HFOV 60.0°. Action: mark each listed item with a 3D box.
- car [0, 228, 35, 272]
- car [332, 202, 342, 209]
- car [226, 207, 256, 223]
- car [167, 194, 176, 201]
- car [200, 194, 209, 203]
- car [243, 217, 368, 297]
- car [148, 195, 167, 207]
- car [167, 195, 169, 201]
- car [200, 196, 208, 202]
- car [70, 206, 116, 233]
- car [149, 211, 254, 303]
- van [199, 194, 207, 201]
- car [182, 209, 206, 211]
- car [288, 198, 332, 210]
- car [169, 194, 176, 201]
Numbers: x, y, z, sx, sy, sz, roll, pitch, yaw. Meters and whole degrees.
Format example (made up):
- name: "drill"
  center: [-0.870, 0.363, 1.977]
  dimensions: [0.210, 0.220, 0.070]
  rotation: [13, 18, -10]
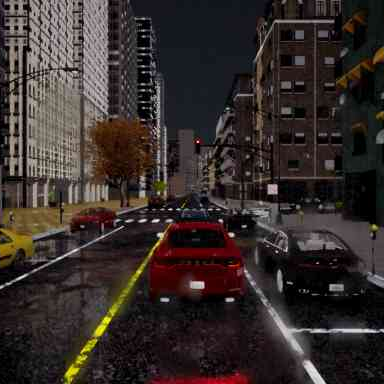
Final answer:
- name: "car"
  center: [-5.681, 1.526, 8.230]
  dimensions: [1.752, 1.417, 4.829]
  rotation: [0, 0, 0]
- name: "car"
  center: [18.871, 1.259, 38.895]
  dimensions: [4.829, 1.417, 1.752]
  rotation: [-1, 1, 0]
- name: "car"
  center: [2.713, 1.555, 19.455]
  dimensions: [2.008, 1.369, 4.403]
  rotation: [0, 0, 0]
- name: "car"
  center: [-5.578, 1.410, 90.514]
  dimensions: [2.192, 1.841, 5.009]
  rotation: [0, 0, 0]
- name: "car"
  center: [2.782, 1.630, 73.934]
  dimensions: [1.947, 1.339, 4.313]
  rotation: [0, 0, 0]
- name: "car"
  center: [2.700, 1.552, 8.389]
  dimensions: [2.008, 1.369, 4.403]
  rotation: [0, 0, 0]
- name: "car"
  center: [-5.627, 1.349, 51.854]
  dimensions: [2.192, 1.841, 5.009]
  rotation: [0, 0, 0]
- name: "car"
  center: [-5.619, 1.607, 57.377]
  dimensions: [1.947, 1.339, 4.313]
  rotation: [0, 0, 0]
- name: "car"
  center: [2.789, 1.599, 79.627]
  dimensions: [1.752, 1.417, 4.829]
  rotation: [0, 0, 0]
- name: "car"
  center: [-5.667, 1.549, 19.466]
  dimensions: [1.887, 1.381, 4.507]
  rotation: [0, 0, 0]
- name: "car"
  center: [0.102, 1.478, 8.294]
  dimensions: [1.882, 1.535, 5.008]
  rotation: [0, 0, 0]
- name: "van"
  center: [2.796, 1.425, 84.981]
  dimensions: [1.690, 1.788, 3.998]
  rotation: [0, 0, 0]
- name: "car"
  center: [0.110, 1.605, 18.385]
  dimensions: [1.895, 1.301, 4.718]
  rotation: [0, 0, 0]
- name: "car"
  center: [13.475, 1.359, 38.848]
  dimensions: [4.403, 1.369, 2.008]
  rotation: [-1, 1, 0]
- name: "car"
  center: [-5.585, 1.649, 84.992]
  dimensions: [1.947, 1.339, 4.313]
  rotation: [0, 0, 0]
